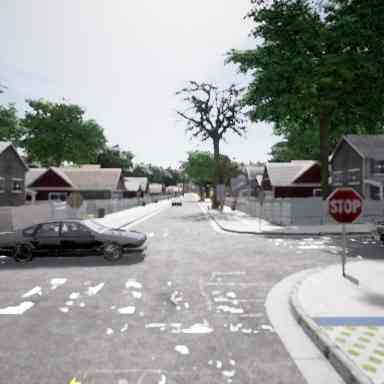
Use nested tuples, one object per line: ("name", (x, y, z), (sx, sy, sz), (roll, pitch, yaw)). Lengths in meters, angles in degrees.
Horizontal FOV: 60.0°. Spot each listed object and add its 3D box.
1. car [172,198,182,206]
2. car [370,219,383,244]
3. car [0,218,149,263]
("car", (-2.736, 1.874, 61.368), (2.033, 1.411, 5.357), (0, 0, 0))
("car", (9.116, 1.402, 12.064), (4.902, 1.511, 2.128), (-1, 0, -1))
("car", (-4.310, 1.666, 11.943), (5.357, 1.411, 2.033), (-1, 0, -1))
